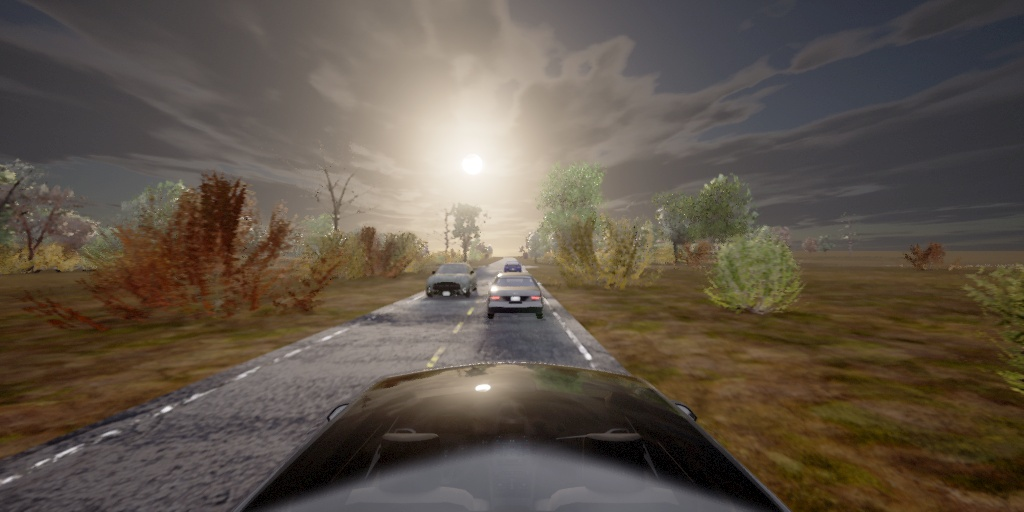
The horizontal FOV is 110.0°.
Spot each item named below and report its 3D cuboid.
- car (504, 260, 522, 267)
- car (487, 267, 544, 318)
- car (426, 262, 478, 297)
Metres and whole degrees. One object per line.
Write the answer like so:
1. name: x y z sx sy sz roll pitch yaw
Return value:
1. car: 0.096 1.220 39.274 1.882 1.535 5.008 0 0 0
2. car: 0.099 1.299 13.013 2.033 1.411 5.357 0 0 0
3. car: -3.001 1.132 18.644 2.097 1.767 4.553 0 0 0
